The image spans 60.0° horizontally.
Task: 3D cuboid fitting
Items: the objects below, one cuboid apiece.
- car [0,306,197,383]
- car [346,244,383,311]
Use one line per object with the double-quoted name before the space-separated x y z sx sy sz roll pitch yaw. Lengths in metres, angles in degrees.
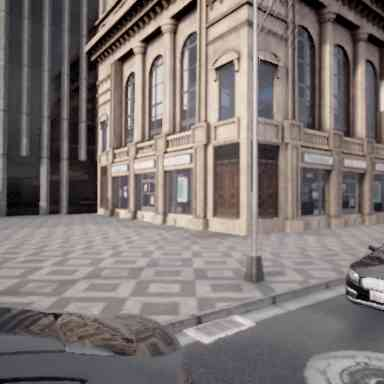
"car" -2.026 1.541 1.755 4.674 1.442 1.812 1 -1 -39
"car" 5.280 1.612 7.303 4.902 1.511 2.128 1 -1 -37
